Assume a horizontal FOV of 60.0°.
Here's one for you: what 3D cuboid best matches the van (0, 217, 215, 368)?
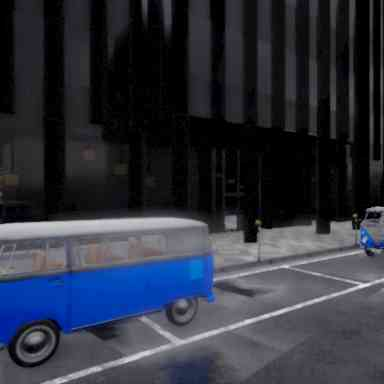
[{"bbox_3d":[-1.488,1.350,5.478,3.998,1.788,1.690,0,-1,-36],"label":"van"}]

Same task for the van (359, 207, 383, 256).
[{"bbox_3d":[7.701,1.401,12.051,3.998,1.788,1.690,0,-1,-36],"label":"van"}]
